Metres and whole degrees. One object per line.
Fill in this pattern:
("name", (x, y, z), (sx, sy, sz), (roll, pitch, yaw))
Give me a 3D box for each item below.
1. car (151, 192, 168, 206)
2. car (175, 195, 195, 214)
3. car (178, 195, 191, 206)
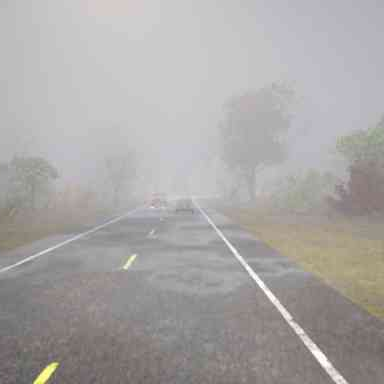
("car", (-4.583, 0.968, 47.360), (2.150, 2.045, 5.566), (-1, 0, -1))
("car", (-0.701, 1.287, 31.786), (2.033, 1.411, 5.357), (-1, 0, -1))
("car", (-1.032, 1.157, 47.993), (1.812, 1.442, 4.674), (-1, 0, -1))
